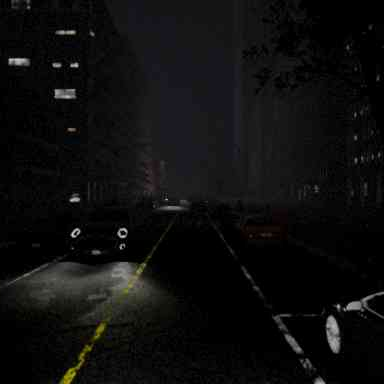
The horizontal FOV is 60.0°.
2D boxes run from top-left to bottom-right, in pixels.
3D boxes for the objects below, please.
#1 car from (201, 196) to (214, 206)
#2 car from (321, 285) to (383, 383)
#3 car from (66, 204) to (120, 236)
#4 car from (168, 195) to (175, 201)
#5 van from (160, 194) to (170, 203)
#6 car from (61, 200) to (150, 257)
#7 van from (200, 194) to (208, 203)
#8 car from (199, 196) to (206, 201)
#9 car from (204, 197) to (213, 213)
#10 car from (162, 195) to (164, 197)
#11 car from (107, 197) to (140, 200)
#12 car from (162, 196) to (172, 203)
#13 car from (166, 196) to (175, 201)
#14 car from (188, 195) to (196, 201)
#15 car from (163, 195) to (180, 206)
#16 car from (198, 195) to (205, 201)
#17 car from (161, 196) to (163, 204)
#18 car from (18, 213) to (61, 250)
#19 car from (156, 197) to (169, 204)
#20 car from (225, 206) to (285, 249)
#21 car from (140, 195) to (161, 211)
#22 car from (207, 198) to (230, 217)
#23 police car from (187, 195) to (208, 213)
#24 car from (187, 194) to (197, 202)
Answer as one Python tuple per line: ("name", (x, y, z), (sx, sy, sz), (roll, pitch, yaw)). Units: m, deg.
("car", (2.727, 1.500, 58.839), (1.967, 1.590, 4.097), (1, 0, 0))
("car", (2.703, 1.554, 3.142), (2.008, 1.369, 4.403), (1, 0, 0))
("car", (-5.670, 1.543, 19.685), (1.752, 1.417, 4.829), (1, 0, 0))
("car", (-5.642, 1.626, 92.091), (1.752, 1.417, 4.829), (1, 0, 0))
("van", (-5.648, 1.414, 69.983), (1.690, 1.788, 3.998), (1, 0, 0))
("car", (-3.095, 1.363, 12.980), (2.097, 1.767, 4.553), (0, 0, 0))
("van", (2.735, 1.421, 75.549), (1.690, 1.788, 3.998), (1, 0, 0))
("car", (2.735, 1.676, 86.686), (1.802, 1.307, 4.206), (1, 0, 0))
("car", (2.716, 1.586, 36.559), (2.008, 1.369, 4.403), (1, 0, 0))
("car", (-5.656, 1.626, 58.843), (1.947, 1.339, 4.313), (1, 0, 0))
("car", (-5.664, 1.338, 25.426), (2.192, 1.841, 5.009), (1, 0, 0))
("car", (-5.648, 1.605, 75.382), (1.752, 1.417, 4.829), (1, 0, 0))
("car", (-5.644, 1.645, 86.690), (2.008, 1.369, 4.403), (1, 0, 0))
("car", (0.035, 1.540, 88.530), (2.128, 1.511, 4.902), (0, 0, 0))
("car", (-3.045, 1.546, 54.575), (2.128, 1.511, 4.902), (0, 0, 0))
("car", (2.738, 1.626, 92.426), (1.752, 1.417, 4.829), (1, 0, 0))
("car", (-5.660, 1.592, 47.703), (1.887, 1.381, 4.507), (1, 0, 0))
("car", (-5.673, 1.579, 14.286), (1.947, 1.339, 4.313), (1, 0, 0))
("car", (-5.653, 1.617, 64.412), (2.008, 1.369, 4.403), (1, 0, 0))
("car", (2.708, 1.538, 14.452), (1.752, 1.417, 4.829), (1, 0, 0))
("car", (-5.658, 1.356, 42.134), (2.192, 1.841, 5.009), (1, 0, 0))
("car", (2.714, 1.580, 30.991), (2.008, 1.369, 4.403), (1, 0, 0))
("police car", (0.700, 1.461, 38.343), (1.930, 1.638, 5.238), (0, 0, -2))
("car", (0.029, 1.301, 72.413), (2.097, 1.767, 4.553), (0, 0, 0))
